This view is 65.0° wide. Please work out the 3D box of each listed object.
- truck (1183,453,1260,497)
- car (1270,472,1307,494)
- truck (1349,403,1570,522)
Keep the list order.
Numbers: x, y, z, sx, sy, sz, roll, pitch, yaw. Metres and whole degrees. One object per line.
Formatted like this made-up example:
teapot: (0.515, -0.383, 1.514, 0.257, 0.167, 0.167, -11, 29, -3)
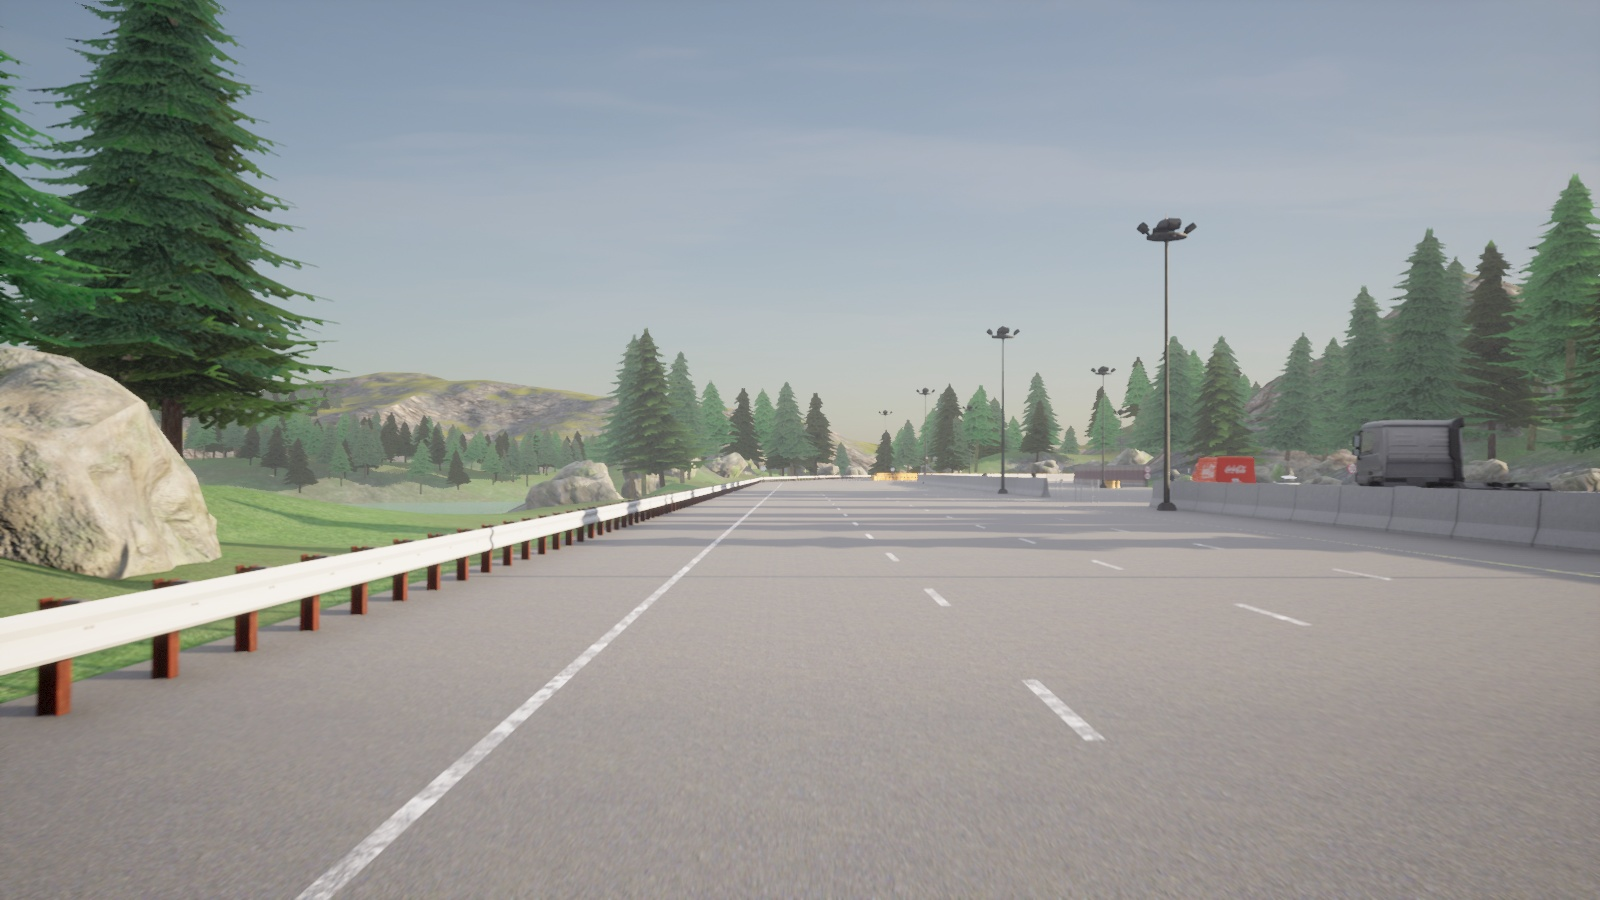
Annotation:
truck: (24.327, 1.443, 72.718, 2.627, 2.467, 5.204, 0, -1, 0)
car: (31.311, 2.094, 80.587, 1.481, 1.376, 2.207, 0, -1, 0)
truck: (20.900, 0.426, 40.447, 2.891, 3.462, 7.936, 0, -1, 0)
